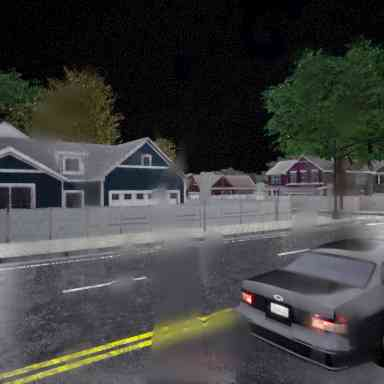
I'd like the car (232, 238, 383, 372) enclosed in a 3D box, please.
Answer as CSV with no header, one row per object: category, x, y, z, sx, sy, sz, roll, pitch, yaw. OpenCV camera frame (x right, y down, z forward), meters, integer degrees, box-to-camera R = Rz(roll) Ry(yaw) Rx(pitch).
car,3.143,1.539,5.709,5.357,1.411,2.033,0,0,-36
